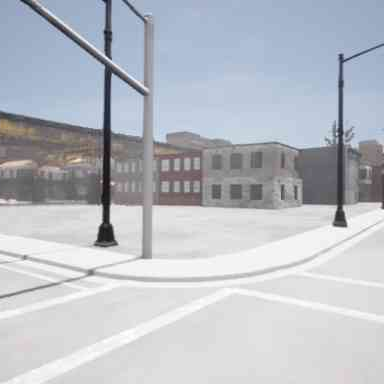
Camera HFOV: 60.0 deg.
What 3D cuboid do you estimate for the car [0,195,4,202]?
[{"bbox_3d":[-39.455,1.393,67.537,2.038,1.542,4.974,1,0,-23],"label":"car"}]

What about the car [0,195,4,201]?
[{"bbox_3d":[-39.475,1.235,67.586,1.853,1.218,4.536,1,0,-23],"label":"car"}]
